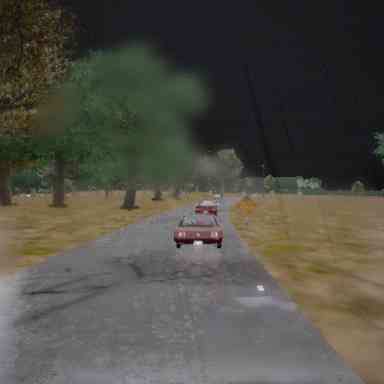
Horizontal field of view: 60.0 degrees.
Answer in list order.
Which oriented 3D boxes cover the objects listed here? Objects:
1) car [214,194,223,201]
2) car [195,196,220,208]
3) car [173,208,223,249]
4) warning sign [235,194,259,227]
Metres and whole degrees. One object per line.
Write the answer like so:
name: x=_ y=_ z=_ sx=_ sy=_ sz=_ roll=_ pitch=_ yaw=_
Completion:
car: x=6.018 y=1.210 z=77.350 sx=1.812 sy=1.442 sz=4.674 roll=0 pitch=0 yaw=13
car: x=1.323 y=1.441 z=29.455 sx=1.882 sy=1.535 sz=5.008 roll=0 pitch=0 yaw=5
car: x=0.332 y=1.605 z=14.587 sx=1.895 sy=1.301 sz=4.718 roll=0 pitch=0 yaw=3
warning sign: x=3.281 y=1.095 z=20.039 sx=1.300 sy=1.860 sz=1.060 roll=0 pitch=1 yaw=3
